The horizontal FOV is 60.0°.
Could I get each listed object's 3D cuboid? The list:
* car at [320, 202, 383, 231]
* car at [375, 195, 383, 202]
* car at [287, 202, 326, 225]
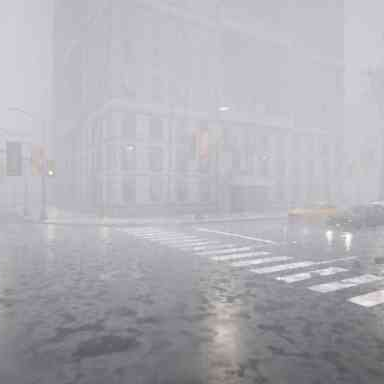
[{"bbox_3d":[10.839,1.546,20.935,5.357,1.411,2.033,0,0,-32],"label":"car"},{"bbox_3d":[17.732,1.220,29.208,5.566,2.045,2.150,0,0,-31],"label":"car"},{"bbox_3d":[9.031,1.477,23.928,5.008,1.535,1.882,0,0,-31],"label":"car"}]
